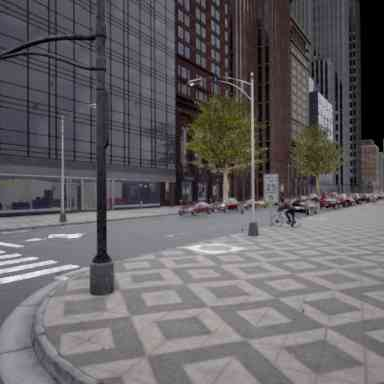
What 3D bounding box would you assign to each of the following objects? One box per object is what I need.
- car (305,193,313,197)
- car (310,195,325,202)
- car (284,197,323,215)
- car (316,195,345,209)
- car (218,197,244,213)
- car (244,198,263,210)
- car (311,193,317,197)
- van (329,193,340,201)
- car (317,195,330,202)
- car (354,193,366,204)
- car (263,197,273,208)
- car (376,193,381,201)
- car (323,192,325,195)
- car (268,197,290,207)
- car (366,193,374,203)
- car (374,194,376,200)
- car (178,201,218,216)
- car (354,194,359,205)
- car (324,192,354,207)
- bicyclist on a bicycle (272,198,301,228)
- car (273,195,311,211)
[{"bbox_3d":[19.574,1.414,59.629,1.887,1.381,4.507,0,0,35],"label":"car"},{"bbox_3d":[25.964,1.416,68.924,1.947,1.339,4.313,0,0,35],"label":"car"},{"bbox_3d":[10.625,1.423,31.557,1.947,1.339,4.313,0,0,35],"label":"car"},{"bbox_3d":[17.012,1.376,40.852,1.887,1.381,4.507,0,0,35],"label":"car"},{"bbox_3d":[3.601,1.365,36.390,1.967,1.590,4.097,0,0,35],"label":"car"},{"bbox_3d":[6.797,1.493,41.038,1.802,1.307,4.206,0,0,35],"label":"car"},{"bbox_3d":[22.767,1.175,64.277,2.192,1.841,5.009,0,0,35],"label":"car"},{"bbox_3d":[35.544,1.184,82.867,1.690,1.788,3.998,-1,0,35],"label":"van"},{"bbox_3d":[29.157,1.425,73.570,1.802,1.307,4.206,0,0,35],"label":"car"},{"bbox_3d":[26.593,1.117,54.793,2.192,1.841,5.009,0,0,35],"label":"car"},{"bbox_3d":[9.894,1.424,45.545,1.752,1.417,4.829,0,0,35],"label":"car"},{"bbox_3d":[42.564,1.357,78.027,1.802,1.307,4.206,-1,0,35],"label":"car"},{"bbox_3d":[22.123,1.052,52.826,2.150,2.045,5.566,-1,0,35],"label":"car"},{"bbox_3d":[13.185,1.454,50.334,1.947,1.339,4.313,0,0,35],"label":"car"},{"bbox_3d":[32.982,1.098,64.088,2.192,1.841,5.009,0,0,35],"label":"car"},{"bbox_3d":[36.273,1.301,68.873,1.752,1.417,4.829,0,0,35],"label":"car"},{"bbox_3d":[0.408,1.523,31.743,1.802,1.307,4.206,0,0,35],"label":"car"},{"bbox_3d":[23.400,1.377,50.145,1.947,1.339,4.313,0,0,35],"label":"car"},{"bbox_3d":[20.205,1.136,45.500,2.192,1.841,5.009,0,0,35],"label":"car"},{"bbox_3d":[5.202,1.176,18.439,1.656,1.620,0.582,-1,0,35],"label":"bicyclist on a bicycle"},{"bbox_3d":[11.221,1.358,36.964,2.128,1.511,4.902,-1,0,35],"label":"car"}]
